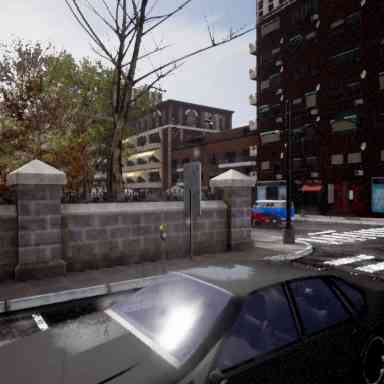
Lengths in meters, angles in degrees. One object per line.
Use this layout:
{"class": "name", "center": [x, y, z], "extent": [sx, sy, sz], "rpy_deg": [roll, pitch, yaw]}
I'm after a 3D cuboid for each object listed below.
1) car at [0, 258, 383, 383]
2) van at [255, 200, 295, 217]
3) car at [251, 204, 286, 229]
{"class": "car", "center": [0.470, 1.547, 3.699], "extent": [5.357, 1.411, 2.033], "rpy_deg": [0, 0, -35]}
{"class": "van", "center": [7.312, 1.643, 30.184], "extent": [1.690, 1.788, 3.998], "rpy_deg": [-1, 0, -36]}
{"class": "car", "center": [4.459, 1.834, 24.268], "extent": [1.994, 1.385, 4.181], "rpy_deg": [0, -1, -36]}
